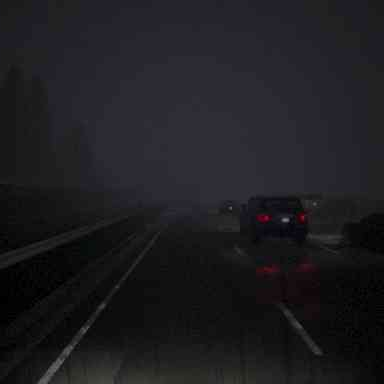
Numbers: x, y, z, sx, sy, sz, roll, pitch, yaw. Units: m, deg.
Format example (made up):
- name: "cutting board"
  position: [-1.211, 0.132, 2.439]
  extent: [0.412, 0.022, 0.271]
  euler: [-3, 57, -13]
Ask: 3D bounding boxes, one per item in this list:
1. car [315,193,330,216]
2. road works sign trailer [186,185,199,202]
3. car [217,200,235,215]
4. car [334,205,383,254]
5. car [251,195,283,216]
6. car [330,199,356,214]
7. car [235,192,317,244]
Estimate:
- name: "car"
  position: [10.604, 1.116, 31.378]
  extent: [2.150, 2.045, 5.566]
  euler: [0, 0, 0]
- name: "road works sign trailer"
  position: [0.007, 0.227, 69.872]
  extent: [2.380, 3.560, 2.880]
  euler: [0, 0, 0]
- name: "car"
  position: [3.603, 1.452, 33.013]
  extent: [1.994, 1.385, 4.181]
  euler: [0, 0, 0]
- name: "car"
  position: [7.101, 1.438, 11.701]
  extent: [1.882, 1.535, 5.008]
  euler: [0, 0, 0]
- name: "car"
  position: [7.103, 1.244, 31.990]
  extent: [2.097, 1.767, 4.553]
  euler: [0, 0, 0]
- name: "car"
  position: [14.103, 1.383, 32.274]
  extent: [2.128, 1.511, 4.902]
  euler: [0, 0, 0]
- name: "car"
  position: [3.603, 1.169, 15.510]
  extent: [2.150, 2.045, 5.566]
  euler: [0, 0, 0]
